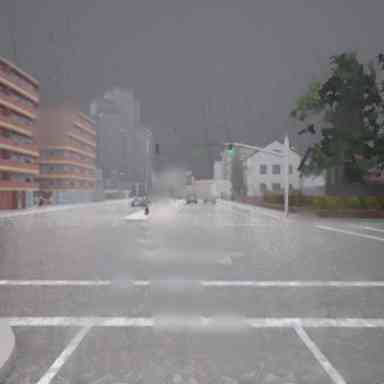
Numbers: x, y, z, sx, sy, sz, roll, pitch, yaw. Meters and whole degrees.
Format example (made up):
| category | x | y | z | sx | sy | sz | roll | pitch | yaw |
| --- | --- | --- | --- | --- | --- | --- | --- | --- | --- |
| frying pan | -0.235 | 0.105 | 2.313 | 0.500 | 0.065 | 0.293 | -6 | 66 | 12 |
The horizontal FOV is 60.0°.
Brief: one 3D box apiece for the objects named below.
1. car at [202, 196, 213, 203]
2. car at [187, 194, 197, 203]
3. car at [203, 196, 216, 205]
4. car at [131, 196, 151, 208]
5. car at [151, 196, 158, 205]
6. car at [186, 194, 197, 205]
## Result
| category | x | y | z | sx | sy | sz | roll | pitch | yaw |
| --- | --- | --- | --- | --- | --- | --- | --- | --- | --- |
| car | 3.488 | 1.742 | 75.708 | 2.033 | 1.411 | 5.357 | 0 | 0 | 0 |
| car | -0.012 | 1.427 | 75.739 | 2.150 | 2.045 | 5.566 | 0 | 0 | 0 |
| car | 3.490 | 1.555 | 65.679 | 2.097 | 1.767 | 4.553 | 0 | 0 | 0 |
| car | -8.085 | 1.648 | 50.710 | 2.128 | 1.511 | 4.902 | 0 | 0 | 0 |
| car | -8.019 | 1.536 | 66.389 | 2.097 | 1.767 | 4.553 | 0 | 0 | 0 |
| car | -0.010 | 1.555 | 65.678 | 2.097 | 1.767 | 4.553 | 0 | 0 | 0 |
